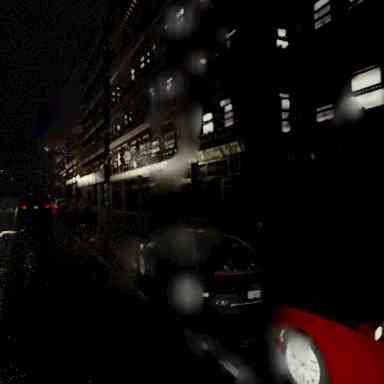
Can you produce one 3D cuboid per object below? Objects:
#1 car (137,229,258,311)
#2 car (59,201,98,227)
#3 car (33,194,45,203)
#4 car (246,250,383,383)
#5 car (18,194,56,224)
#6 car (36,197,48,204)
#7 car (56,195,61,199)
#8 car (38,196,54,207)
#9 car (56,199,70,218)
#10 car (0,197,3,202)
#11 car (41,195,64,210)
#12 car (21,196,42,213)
[{"bbox_3d":[0.073,1.518,7.646,2.008,1.369,4.403,1,0,-27],"label":"car"},{"bbox_3d":[-7.532,1.503,22.393,1.887,1.381,4.507,1,0,-27],"label":"car"},{"bbox_3d":[-32.915,1.351,71.537,2.192,1.841,5.009,1,-1,-27],"label":"car"},{"bbox_3d":[2.609,1.519,2.730,1.887,1.381,4.507,1,0,-27],"label":"car"},{"bbox_3d":[-11.821,1.188,25.208,2.150,2.045,5.566,0,-1,-25],"label":"car"},{"bbox_3d":[-27.847,1.588,61.703,1.802,1.307,4.206,1,-1,-27],"label":"car"},{"bbox_3d":[-12.595,1.401,32.228,1.967,1.590,4.097,1,-1,-27],"label":"car"},{"bbox_3d":[-22.774,1.424,51.872,1.967,1.590,4.097,1,-1,-27],"label":"car"},{"bbox_3d":[-10.067,1.504,27.307,1.887,1.381,4.507,1,0,-27],"label":"car"},{"bbox_3d":[-34.842,1.373,58.157,2.192,1.841,5.009,1,-1,-27],"label":"car"},{"bbox_3d":[-17.701,1.284,42.041,2.192,1.841,5.009,1,-1,-27],"label":"car"},{"bbox_3d":[-18.621,1.334,38.433,2.097,1.767,4.553,0,0,-27],"label":"car"}]
